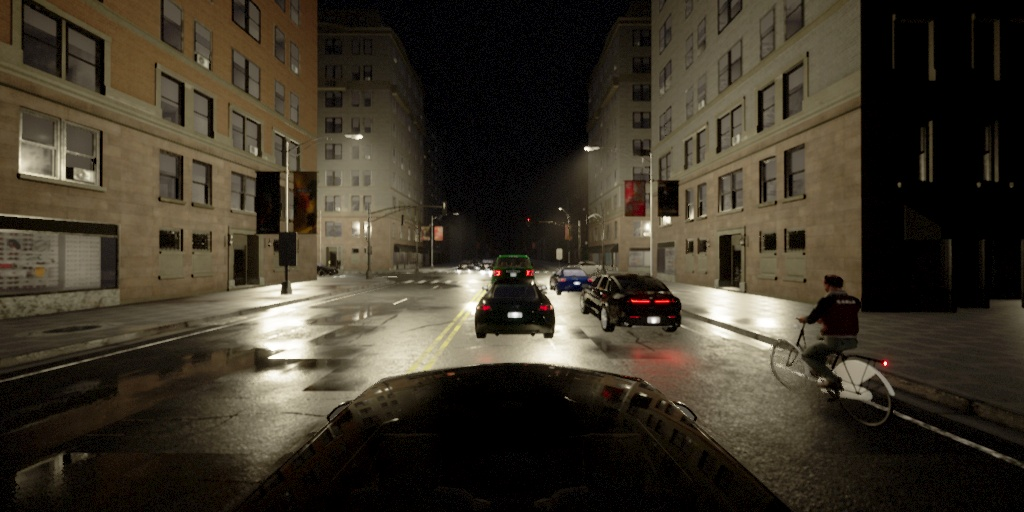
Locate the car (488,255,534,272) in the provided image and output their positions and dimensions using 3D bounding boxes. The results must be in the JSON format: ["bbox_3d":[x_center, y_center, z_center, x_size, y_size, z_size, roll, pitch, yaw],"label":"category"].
[{"bbox_3d":[0.059,0.976,19.576,2.150,2.045,5.566,0,0,0],"label":"car"}]

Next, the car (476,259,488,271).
[{"bbox_3d":[-3.452,1.261,51.123,2.128,1.511,4.902,0,0,0],"label":"car"}]

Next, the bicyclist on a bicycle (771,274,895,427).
[{"bbox_3d":[4.136,1.121,4.822,0.659,1.776,1.843,0,0,0],"label":"bicyclist on a bicycle"}]

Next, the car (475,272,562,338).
[{"bbox_3d":[0.078,1.315,10.163,1.994,1.385,4.181,0,0,0],"label":"car"}]

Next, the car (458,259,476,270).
[{"bbox_3d":[-6.702,1.296,52.375,1.812,1.442,4.674,0,0,0],"label":"car"}]

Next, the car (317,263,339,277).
[{"bbox_3d":[-19.220,1.301,34.852,4.181,1.385,1.994,0,0,0],"label":"car"}]

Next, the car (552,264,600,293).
[{"bbox_3d":[3.209,1.318,19.729,1.994,1.385,4.181,0,0,0],"label":"car"}]

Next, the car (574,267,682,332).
[{"bbox_3d":[3.326,1.256,10.833,1.837,1.490,4.892,0,0,0],"label":"car"}]

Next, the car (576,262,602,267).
[{"bbox_3d":[7.243,1.304,37.141,4.674,1.442,1.812,1,0,-8],"label":"car"}]
